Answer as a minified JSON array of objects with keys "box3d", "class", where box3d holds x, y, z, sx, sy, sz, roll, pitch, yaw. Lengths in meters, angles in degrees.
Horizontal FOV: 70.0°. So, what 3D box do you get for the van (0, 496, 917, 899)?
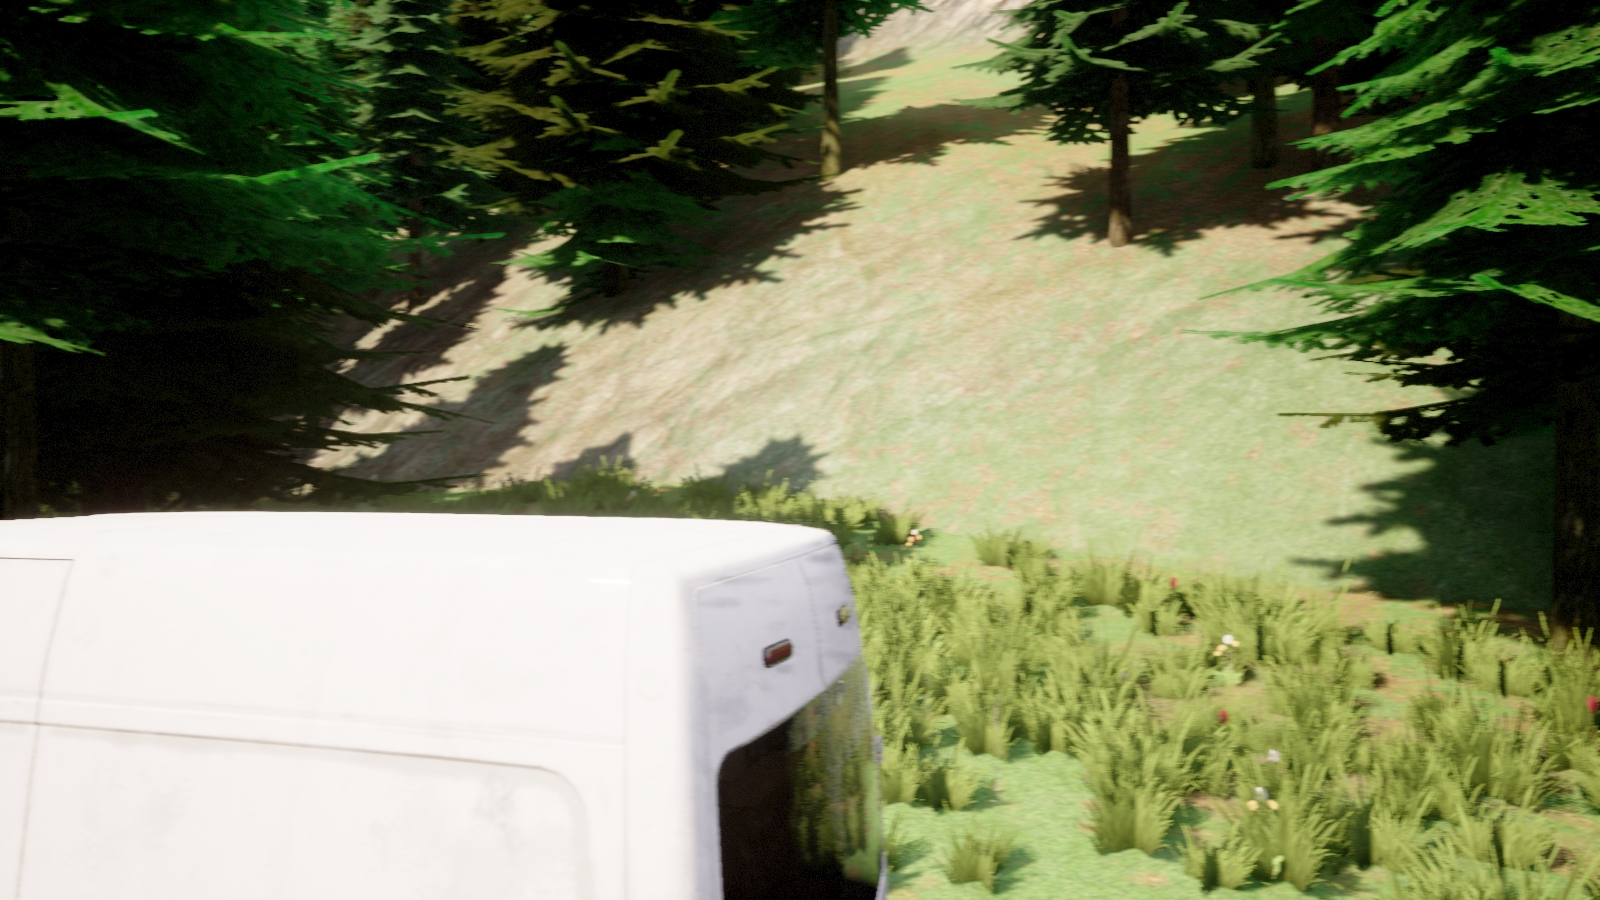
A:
[{"box3d":[-2.689,1.501,4.067,5.915,2.561,1.988,0,0,16],"class":"van"}]
